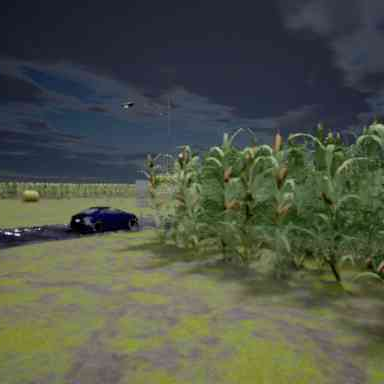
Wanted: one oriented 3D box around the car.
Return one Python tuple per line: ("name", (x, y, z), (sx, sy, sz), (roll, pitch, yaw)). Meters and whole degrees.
("car", (-5.182, 1.557, 20.012), (1.994, 1.385, 4.181), (1, 0, 35))
